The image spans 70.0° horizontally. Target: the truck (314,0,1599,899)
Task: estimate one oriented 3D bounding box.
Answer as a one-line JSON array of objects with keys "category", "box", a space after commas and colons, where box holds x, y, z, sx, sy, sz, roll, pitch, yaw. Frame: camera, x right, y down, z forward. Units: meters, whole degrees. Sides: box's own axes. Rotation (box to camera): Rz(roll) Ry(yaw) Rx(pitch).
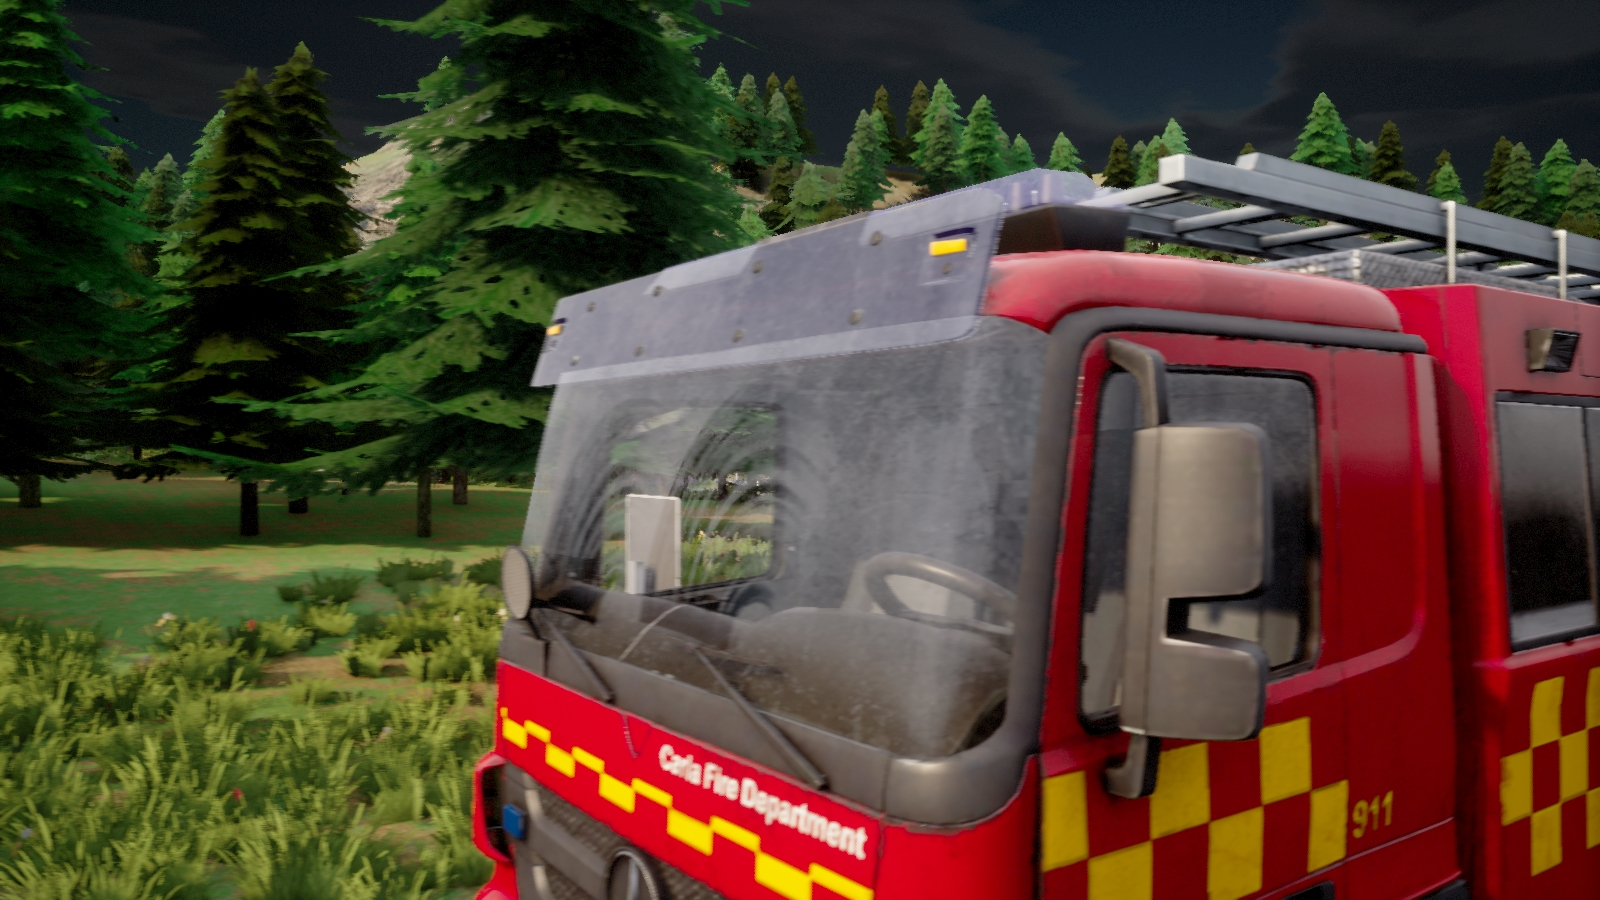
[{"category": "truck", "box": [2.477, 0.750, 5.527, 8.468, 3.827, 2.891, 0, 0, -35]}]
